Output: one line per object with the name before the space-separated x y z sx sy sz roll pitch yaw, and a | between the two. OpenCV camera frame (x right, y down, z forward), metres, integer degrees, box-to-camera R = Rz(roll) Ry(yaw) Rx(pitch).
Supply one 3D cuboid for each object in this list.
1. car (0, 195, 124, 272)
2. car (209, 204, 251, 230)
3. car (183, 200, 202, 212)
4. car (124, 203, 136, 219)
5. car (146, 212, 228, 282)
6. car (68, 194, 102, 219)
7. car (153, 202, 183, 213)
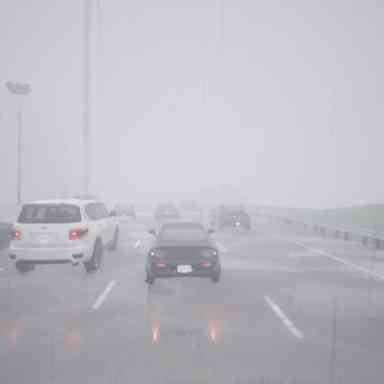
car | -3.849 1.231 10.967 2.150 2.045 5.566 0 0 -3
car | 2.273 1.506 20.787 1.837 1.490 4.892 0 0 -6
car | -0.270 1.557 37.301 2.033 1.411 5.357 0 0 -11
car | -5.953 1.619 29.429 1.895 1.301 4.718 0 0 -9
car | -0.293 1.529 9.647 1.812 1.442 4.674 0 0 -3
car | -9.683 1.246 30.516 2.150 2.045 5.566 0 0 -10
car | -2.193 1.575 27.887 1.994 1.385 4.181 0 0 -8
